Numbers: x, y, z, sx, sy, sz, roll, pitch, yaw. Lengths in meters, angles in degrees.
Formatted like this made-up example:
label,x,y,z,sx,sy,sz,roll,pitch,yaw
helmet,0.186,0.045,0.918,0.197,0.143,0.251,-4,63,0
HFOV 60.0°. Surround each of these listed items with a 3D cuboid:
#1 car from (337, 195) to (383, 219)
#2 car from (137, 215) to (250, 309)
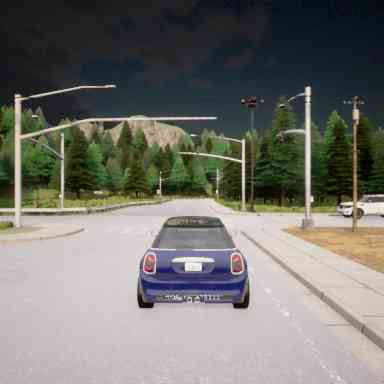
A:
label,x,y,z,sx,sy,sz,roll,pitch,yaw
car,15.541,1.249,28.654,5.566,2.045,2.150,0,0,1
car,0.042,1.349,8.050,2.097,1.767,4.553,0,0,0
